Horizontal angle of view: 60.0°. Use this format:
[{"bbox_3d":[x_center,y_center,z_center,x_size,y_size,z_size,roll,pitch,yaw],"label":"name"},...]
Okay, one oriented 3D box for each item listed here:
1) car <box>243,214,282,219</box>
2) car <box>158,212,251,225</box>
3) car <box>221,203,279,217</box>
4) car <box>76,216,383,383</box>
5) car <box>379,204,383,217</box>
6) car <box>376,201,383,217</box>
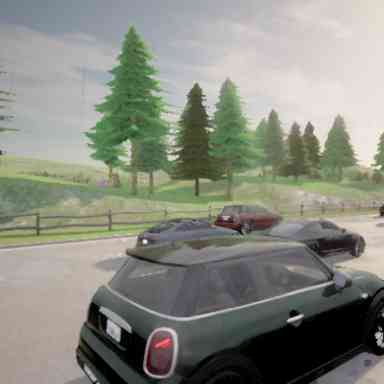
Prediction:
[{"bbox_3d":[4.122,1.611,11.499,4.674,1.442,1.812,0,-1,-38],"label":"car"},{"bbox_3d":[-0.024,1.695,12.752,4.181,1.385,1.994,0,-1,-37],"label":"car"},{"bbox_3d":[3.568,1.525,19.941,4.553,1.767,2.097,0,-1,-38],"label":"car"},{"bbox_3d":[0.917,1.394,4.591,4.553,1.767,2.097,0,-1,-37],"label":"car"},{"bbox_3d":[16.561,1.652,25.684,4.674,1.442,1.812,0,-1,-38],"label":"car"},{"bbox_3d":[20.472,1.675,33.214,4.892,1.490,1.837,0,-1,-38],"label":"car"}]
